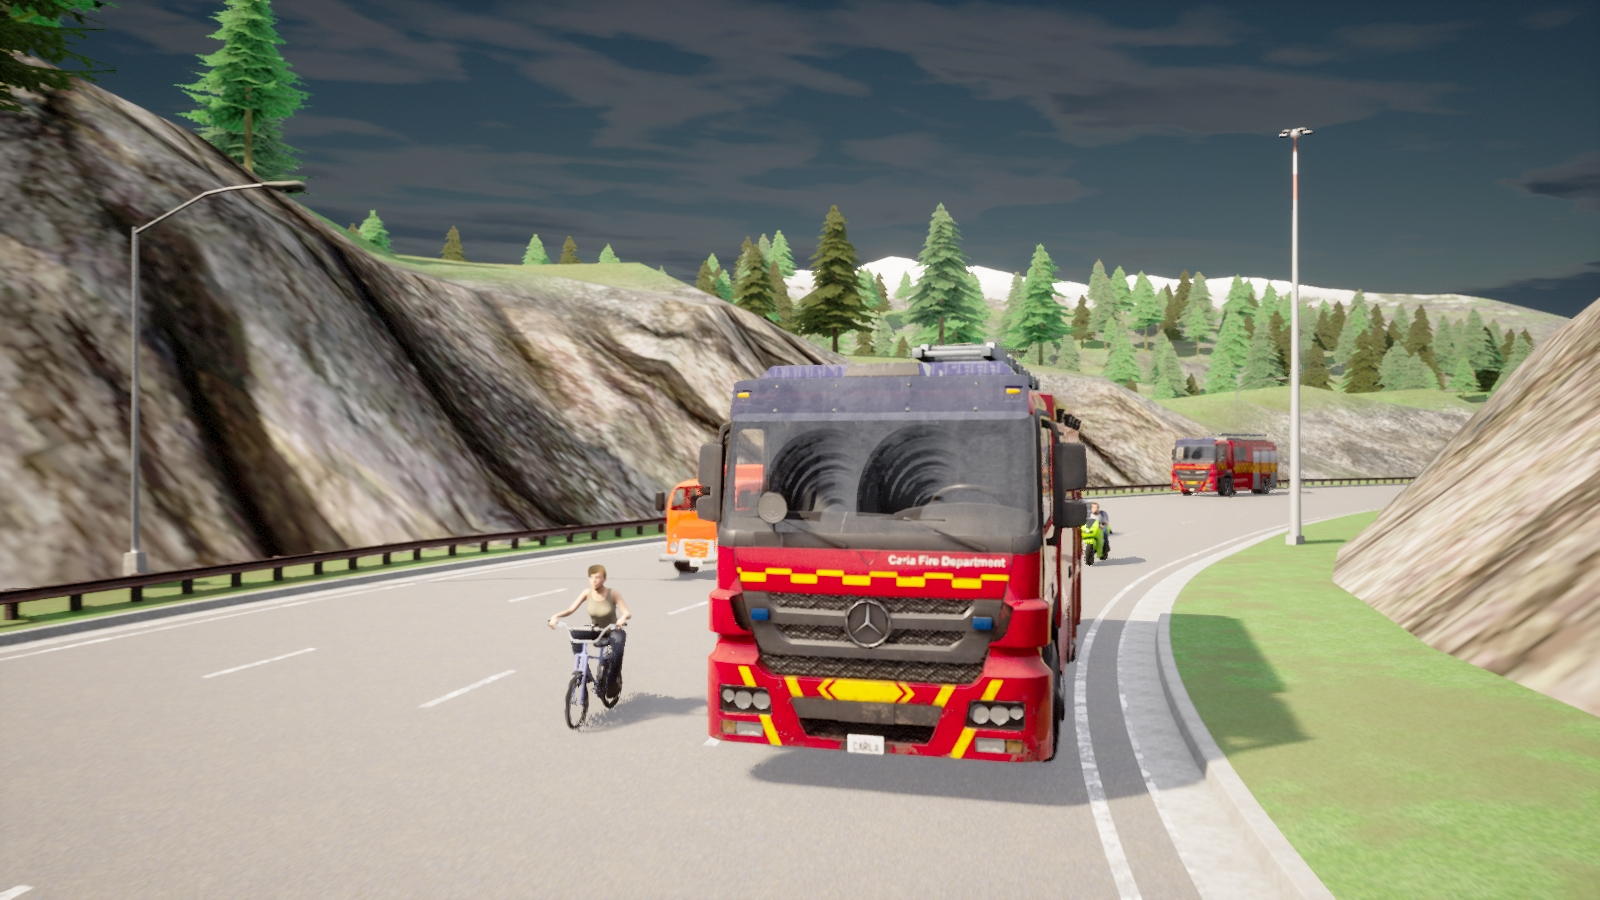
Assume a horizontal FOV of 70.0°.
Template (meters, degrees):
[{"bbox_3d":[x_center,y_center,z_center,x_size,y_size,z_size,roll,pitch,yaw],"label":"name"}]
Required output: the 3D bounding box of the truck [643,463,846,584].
[{"bbox_3d":[-1.137,1.571,26.671,2.627,2.467,5.204,0,0,24],"label":"truck"}]

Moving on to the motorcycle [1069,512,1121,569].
[{"bbox_3d":[7.236,2.188,27.975,0.803,1.199,2.033,0,0,28],"label":"motorcycle"}]

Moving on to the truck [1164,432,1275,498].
[{"bbox_3d":[25.833,0.897,70.128,8.468,3.827,2.891,0,0,-43],"label":"truck"}]

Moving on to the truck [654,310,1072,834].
[{"bbox_3d":[1.379,0.891,12.816,2.891,3.827,8.468,0,0,16],"label":"truck"}]

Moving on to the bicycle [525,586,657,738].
[{"bbox_3d":[-2.144,2.158,11.928,0.859,1.277,1.487,0,0,12],"label":"bicycle"}]
